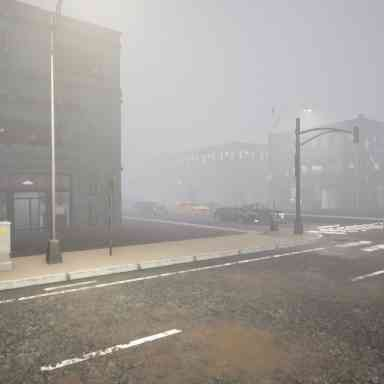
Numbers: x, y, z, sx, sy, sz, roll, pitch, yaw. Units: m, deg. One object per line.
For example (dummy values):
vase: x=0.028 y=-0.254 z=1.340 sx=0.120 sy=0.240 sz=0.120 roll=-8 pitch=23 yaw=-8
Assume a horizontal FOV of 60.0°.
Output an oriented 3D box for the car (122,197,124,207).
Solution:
car: x=-13.619 y=1.939 z=65.380 sx=2.192 sy=1.841 sz=5.009 roll=-1 pitch=0 yaw=-35

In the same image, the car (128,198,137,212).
car: x=-6.399 y=1.936 z=45.272 sx=1.882 sy=1.535 sz=5.008 roll=-1 pitch=0 yaw=-35

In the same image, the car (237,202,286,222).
car: x=5.702 y=1.713 z=28.216 sx=2.128 sy=1.511 sz=4.902 roll=-1 pitch=0 yaw=-35

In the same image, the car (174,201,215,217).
car: x=-0.095 y=1.813 z=36.381 sx=1.882 sy=1.535 sz=5.008 roll=-1 pitch=0 yaw=-36

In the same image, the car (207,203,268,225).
car: x=3.526 y=1.814 z=26.583 sx=1.947 sy=1.339 sz=4.313 roll=-1 pitch=0 yaw=-35

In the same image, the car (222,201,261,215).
car: x=5.623 y=1.809 z=38.309 sx=2.008 sy=1.369 sz=4.403 roll=-2 pitch=0 yaw=-35

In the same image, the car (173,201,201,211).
car: x=-0.788 y=1.965 z=47.333 sx=1.802 sy=1.307 sz=4.206 roll=-2 pitch=0 yaw=-35

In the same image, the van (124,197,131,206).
van: x=-10.412 y=1.906 z=60.869 sx=1.690 sy=1.788 sz=3.998 roll=-1 pitch=0 yaw=-35

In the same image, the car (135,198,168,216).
car: x=-4.416 y=1.845 z=37.965 sx=1.967 sy=1.590 sz=4.097 roll=-1 pitch=0 yaw=-35
